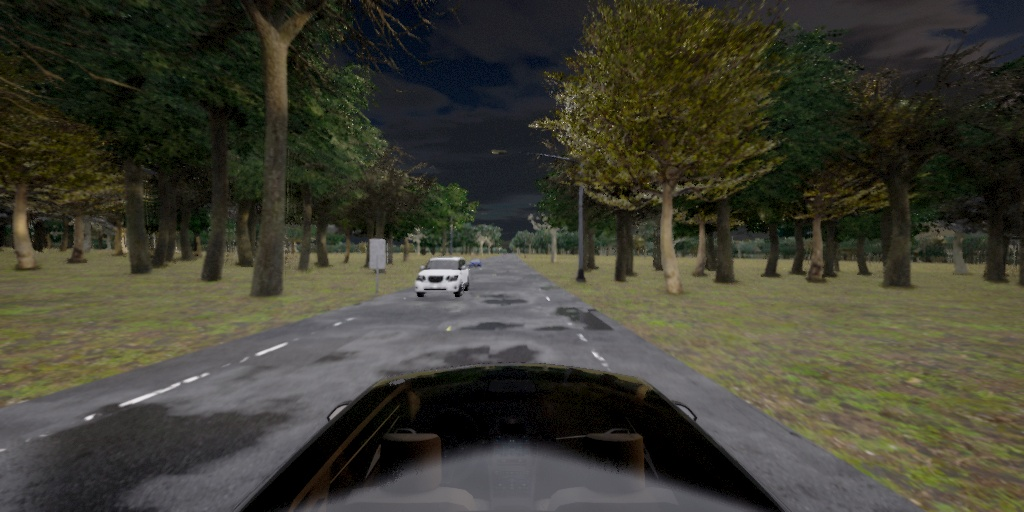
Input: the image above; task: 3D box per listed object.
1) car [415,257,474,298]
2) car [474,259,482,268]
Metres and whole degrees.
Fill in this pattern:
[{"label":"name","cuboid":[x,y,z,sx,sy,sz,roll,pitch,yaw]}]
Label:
[{"label":"car","cuboid":[-3.606,1.059,19.576,2.150,2.045,5.566,0,0,0]},{"label":"car","cuboid":[-6.053,1.218,59.908,1.882,1.535,5.008,0,0,-6]}]
